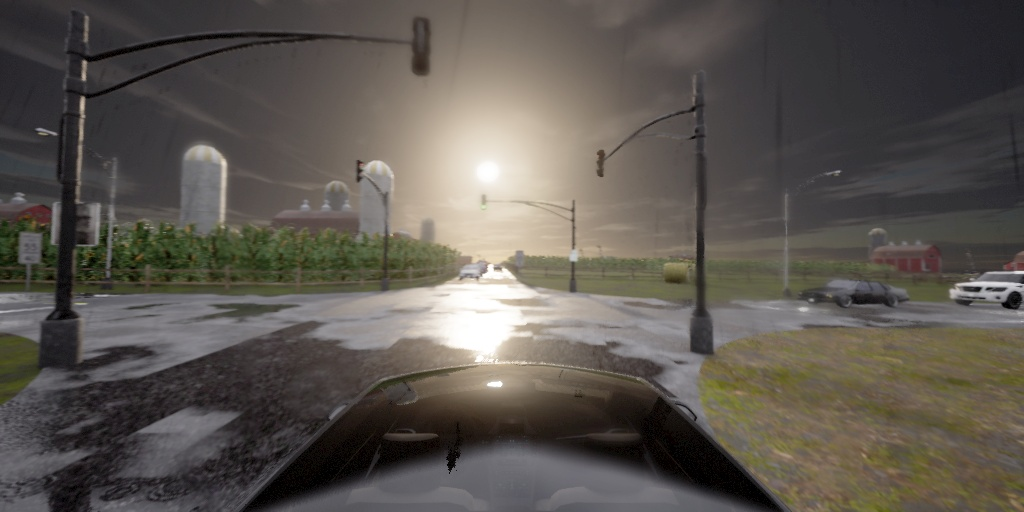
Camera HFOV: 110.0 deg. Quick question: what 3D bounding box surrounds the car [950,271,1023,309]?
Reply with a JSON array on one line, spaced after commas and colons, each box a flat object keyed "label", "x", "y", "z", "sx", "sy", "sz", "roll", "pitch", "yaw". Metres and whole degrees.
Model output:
[{"label": "car", "x": 27.995, "y": 1.861, "z": 20.067, "sx": 5.566, "sy": 2.045, "sz": 2.150, "roll": 1, "pitch": -2, "yaw": -7}]

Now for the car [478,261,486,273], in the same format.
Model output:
[{"label": "car", "x": -4.517, "y": 1.726, "z": 44.327, "sx": 1.812, "sy": 1.442, "sz": 4.674, "roll": 1, "pitch": -1, "yaw": -2}]

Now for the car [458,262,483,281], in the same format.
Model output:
[{"label": "car", "x": -4.101, "y": 1.619, "z": 35.179, "sx": 1.812, "sy": 1.442, "sz": 4.674, "roll": 1, "pitch": -1, "yaw": -3}]

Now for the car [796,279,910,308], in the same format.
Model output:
[{"label": "car", "x": 18.043, "y": 1.949, "z": 18.965, "sx": 5.357, "sy": 1.411, "sz": 2.033, "roll": 1, "pitch": -2, "yaw": -10}]

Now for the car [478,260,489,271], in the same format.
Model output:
[{"label": "car", "x": -4.930, "y": 1.799, "z": 54.339, "sx": 1.882, "sy": 1.535, "sz": 5.008, "roll": 1, "pitch": -1, "yaw": -2}]

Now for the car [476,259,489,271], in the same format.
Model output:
[{"label": "car", "x": -5.317, "y": 1.676, "z": 64.851, "sx": 2.150, "sy": 2.045, "sz": 5.566, "roll": 1, "pitch": -1, "yaw": -2}]
